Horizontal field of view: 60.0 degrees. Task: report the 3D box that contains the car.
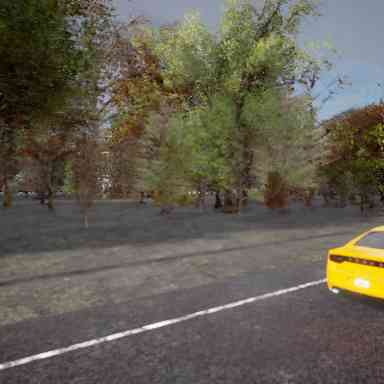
[{"bbox_3d":[5.029,1.463,7.335,5.008,1.535,1.882,0,0,-35],"label":"car"}]
